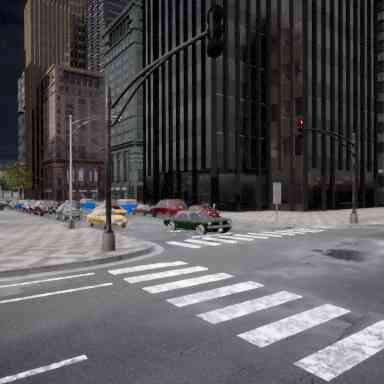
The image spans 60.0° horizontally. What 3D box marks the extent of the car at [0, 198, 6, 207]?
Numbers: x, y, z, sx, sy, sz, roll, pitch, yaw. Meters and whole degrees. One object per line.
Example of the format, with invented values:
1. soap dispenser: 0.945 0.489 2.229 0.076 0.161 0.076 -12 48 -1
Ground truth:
1. car: -41.402 2.667 73.606 1.887 1.381 4.507 -1 0 -35

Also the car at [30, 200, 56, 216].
1. car: -17.749 1.901 40.438 2.192 1.841 5.009 -1 0 -35

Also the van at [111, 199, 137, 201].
1. van: -8.299 1.833 41.906 1.690 1.788 3.998 -1 0 -35

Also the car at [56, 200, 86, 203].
1. car: -15.139 2.090 41.420 1.812 1.442 4.674 0 -1 -35

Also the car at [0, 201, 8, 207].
1. car: -44.524 2.771 77.983 1.802 1.307 4.206 -1 0 -35

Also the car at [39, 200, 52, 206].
1. car: -34.868 2.661 79.126 1.947 1.339 4.313 -1 0 -35

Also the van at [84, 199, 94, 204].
1. van: -17.147 2.038 54.340 1.690 1.788 3.998 -1 0 -35

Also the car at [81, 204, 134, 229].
1. car: -6.297 1.844 24.390 1.752 1.417 4.829 -1 0 -35

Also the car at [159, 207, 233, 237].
1. car: 0.244 1.806 19.958 1.895 1.301 4.718 0 -1 -37

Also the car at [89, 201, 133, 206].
1. car: -7.582 1.866 30.784 1.882 1.535 5.008 0 -1 -35

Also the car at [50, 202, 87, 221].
1. car: -12.069 2.004 32.483 2.008 1.369 4.403 -1 0 -35

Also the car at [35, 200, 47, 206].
1. car: -37.889 2.711 83.361 2.008 1.369 4.403 -1 0 -35

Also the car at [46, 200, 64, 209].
1. car: -25.046 2.317 60.777 1.882 1.535 5.008 0 -1 -35

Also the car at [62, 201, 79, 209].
1. car: -22.783 2.407 62.185 1.802 1.307 4.206 -1 0 -35

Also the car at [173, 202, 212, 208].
1. car: 0.554 1.829 29.471 1.887 1.381 4.507 -1 0 -35

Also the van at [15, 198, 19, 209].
1. van: -26.260 2.123 52.371 1.690 1.788 3.998 -1 0 -35

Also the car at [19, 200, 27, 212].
1. car: -23.420 2.157 48.393 1.967 1.590 4.097 -1 0 -35

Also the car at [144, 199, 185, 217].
1. car: -2.401 1.669 33.616 2.192 1.841 5.009 -1 0 -35

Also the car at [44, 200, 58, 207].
1. car: -31.846 2.596 74.890 1.947 1.339 4.313 -1 0 -35

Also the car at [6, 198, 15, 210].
1. car: -32.036 2.354 60.471 1.967 1.590 4.097 -1 0 -35

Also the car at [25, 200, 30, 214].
1. car: -20.581 2.196 44.416 1.887 1.381 4.507 -1 0 -35

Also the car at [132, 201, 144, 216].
1. car: -5.344 2.005 37.761 1.802 1.307 4.206 -1 0 -35
